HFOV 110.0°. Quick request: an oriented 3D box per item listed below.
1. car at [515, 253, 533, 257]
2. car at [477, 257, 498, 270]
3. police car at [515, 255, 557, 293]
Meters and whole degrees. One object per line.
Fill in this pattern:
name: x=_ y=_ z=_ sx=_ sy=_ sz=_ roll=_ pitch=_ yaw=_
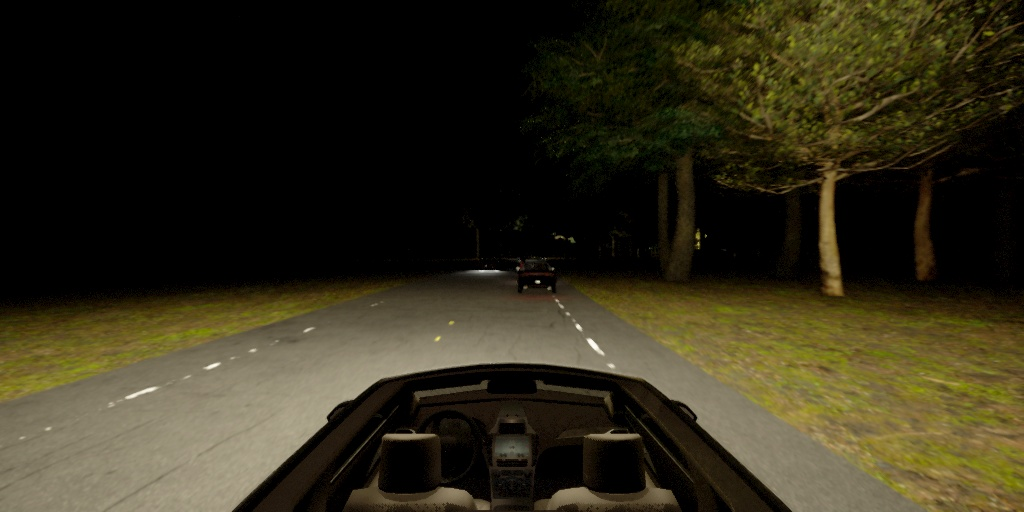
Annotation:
car: x=1.543 y=0.749 z=28.974 sx=2.097 sy=1.767 sz=4.553 roll=0 pitch=1 yaw=2
car: x=-2.603 y=0.807 z=39.307 sx=1.994 sy=1.385 sz=4.181 roll=0 pitch=1 yaw=3
police car: x=1.245 y=0.957 z=19.157 sx=1.930 sy=1.638 sz=5.238 roll=0 pitch=1 yaw=1
